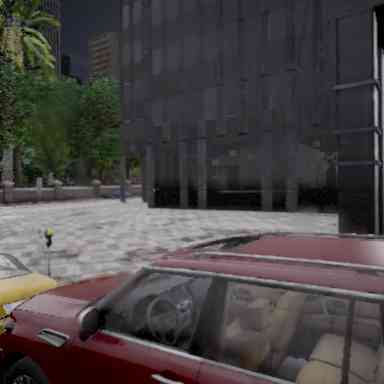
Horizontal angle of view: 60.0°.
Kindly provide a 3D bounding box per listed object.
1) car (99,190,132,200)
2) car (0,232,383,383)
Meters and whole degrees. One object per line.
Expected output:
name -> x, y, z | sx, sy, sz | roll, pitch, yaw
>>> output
car -> -11.633, 0.415, 51.157 | 2.033, 1.411, 5.357 | 0, 2, 34
car -> 0.485, 1.282, 2.668 | 5.009, 1.841, 2.192 | 0, 1, 34
